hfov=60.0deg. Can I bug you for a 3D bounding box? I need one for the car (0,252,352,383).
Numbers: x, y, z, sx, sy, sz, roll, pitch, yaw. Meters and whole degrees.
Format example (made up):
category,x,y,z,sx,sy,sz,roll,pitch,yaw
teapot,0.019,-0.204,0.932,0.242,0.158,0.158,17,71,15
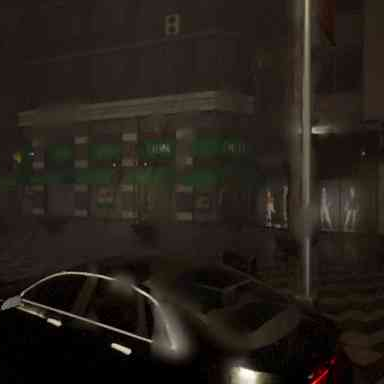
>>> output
category,x,y,z,sx,sy,sz,roll,pitch,yaw
car,-0.811,1.500,3.957,4.892,1.490,1.837,0,0,37
